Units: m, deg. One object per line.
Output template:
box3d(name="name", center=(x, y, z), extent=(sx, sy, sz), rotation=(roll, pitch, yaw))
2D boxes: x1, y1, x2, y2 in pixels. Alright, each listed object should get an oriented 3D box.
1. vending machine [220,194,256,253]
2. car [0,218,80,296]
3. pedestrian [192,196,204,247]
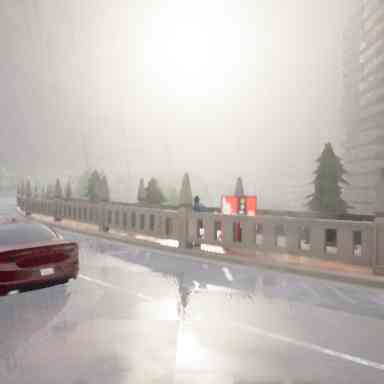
box3d(name="vending machine", center=(1.771, 1.122, 12.647), extent=(0.880, 2.100, 1.100), rotation=(1, 1, 41))
box3d(name="car", center=(-4.676, 1.369, 8.107), extent=(5.008, 1.535, 1.882), rotation=(1, 1, 41))
box3d(name="pedestrian", center=(0.211, 1.056, 12.023), extent=(0.375, 1.860, 0.375), rotation=(1, 1, 41))
